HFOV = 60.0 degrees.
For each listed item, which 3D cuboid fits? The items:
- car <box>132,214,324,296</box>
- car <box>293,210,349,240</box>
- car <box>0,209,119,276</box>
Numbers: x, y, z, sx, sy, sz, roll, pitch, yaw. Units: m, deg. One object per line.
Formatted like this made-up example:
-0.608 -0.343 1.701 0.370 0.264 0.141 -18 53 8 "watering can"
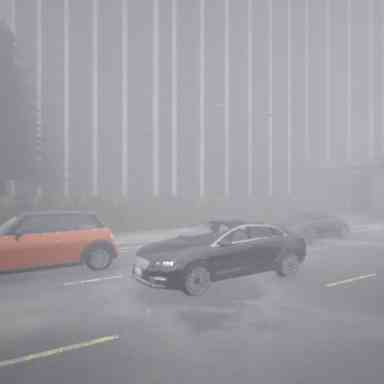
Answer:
0.885 1.491 8.666 4.902 1.511 2.128 0 0 -32 "car"
5.522 1.565 15.748 4.181 1.385 1.994 0 0 -33 "car"
-4.507 1.352 9.390 4.553 1.767 2.097 0 0 -32 "car"
